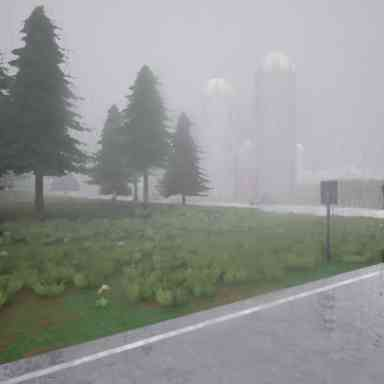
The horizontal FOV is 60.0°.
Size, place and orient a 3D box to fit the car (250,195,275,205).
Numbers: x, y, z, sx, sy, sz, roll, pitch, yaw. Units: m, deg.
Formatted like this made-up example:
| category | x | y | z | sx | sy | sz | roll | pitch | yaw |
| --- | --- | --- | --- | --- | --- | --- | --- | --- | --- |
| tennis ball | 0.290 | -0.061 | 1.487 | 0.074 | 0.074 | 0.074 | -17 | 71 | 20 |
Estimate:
| category | x | y | z | sx | sy | sz | roll | pitch | yaw |
| --- | --- | --- | --- | --- | --- | --- | --- | --- | --- |
| car | 10.327 | 1.193 | 48.808 | 3.988 | 1.617 | 1.851 | 0 | 0 | -36 |

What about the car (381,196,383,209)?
| category | x | y | z | sx | sy | sz | roll | pitch | yaw |
| --- | --- | --- | --- | --- | --- | --- | --- | --- | --- |
| car | 21.910 | 1.058 | 36.351 | 1.905 | 1.878 | 3.866 | 0 | 0 | 24 |

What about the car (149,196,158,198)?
| category | x | y | z | sx | sy | sz | roll | pitch | yaw |
| --- | --- | --- | --- | --- | --- | --- | --- | --- | --- |
| car | -8.984 | 1.261 | 75.582 | 4.181 | 1.381 | 1.994 | 0 | 0 | -36 |
